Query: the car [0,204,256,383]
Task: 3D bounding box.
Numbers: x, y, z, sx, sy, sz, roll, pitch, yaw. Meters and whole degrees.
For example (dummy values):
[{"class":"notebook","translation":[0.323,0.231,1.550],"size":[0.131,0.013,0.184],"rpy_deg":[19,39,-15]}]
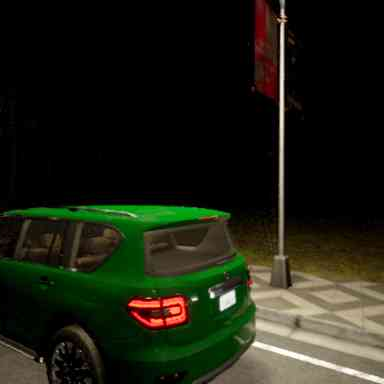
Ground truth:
[{"class":"car","translation":[-1.816,1.194,4.981],"size":[5.566,2.045,2.150],"rpy_deg":[0,0,36]}]
